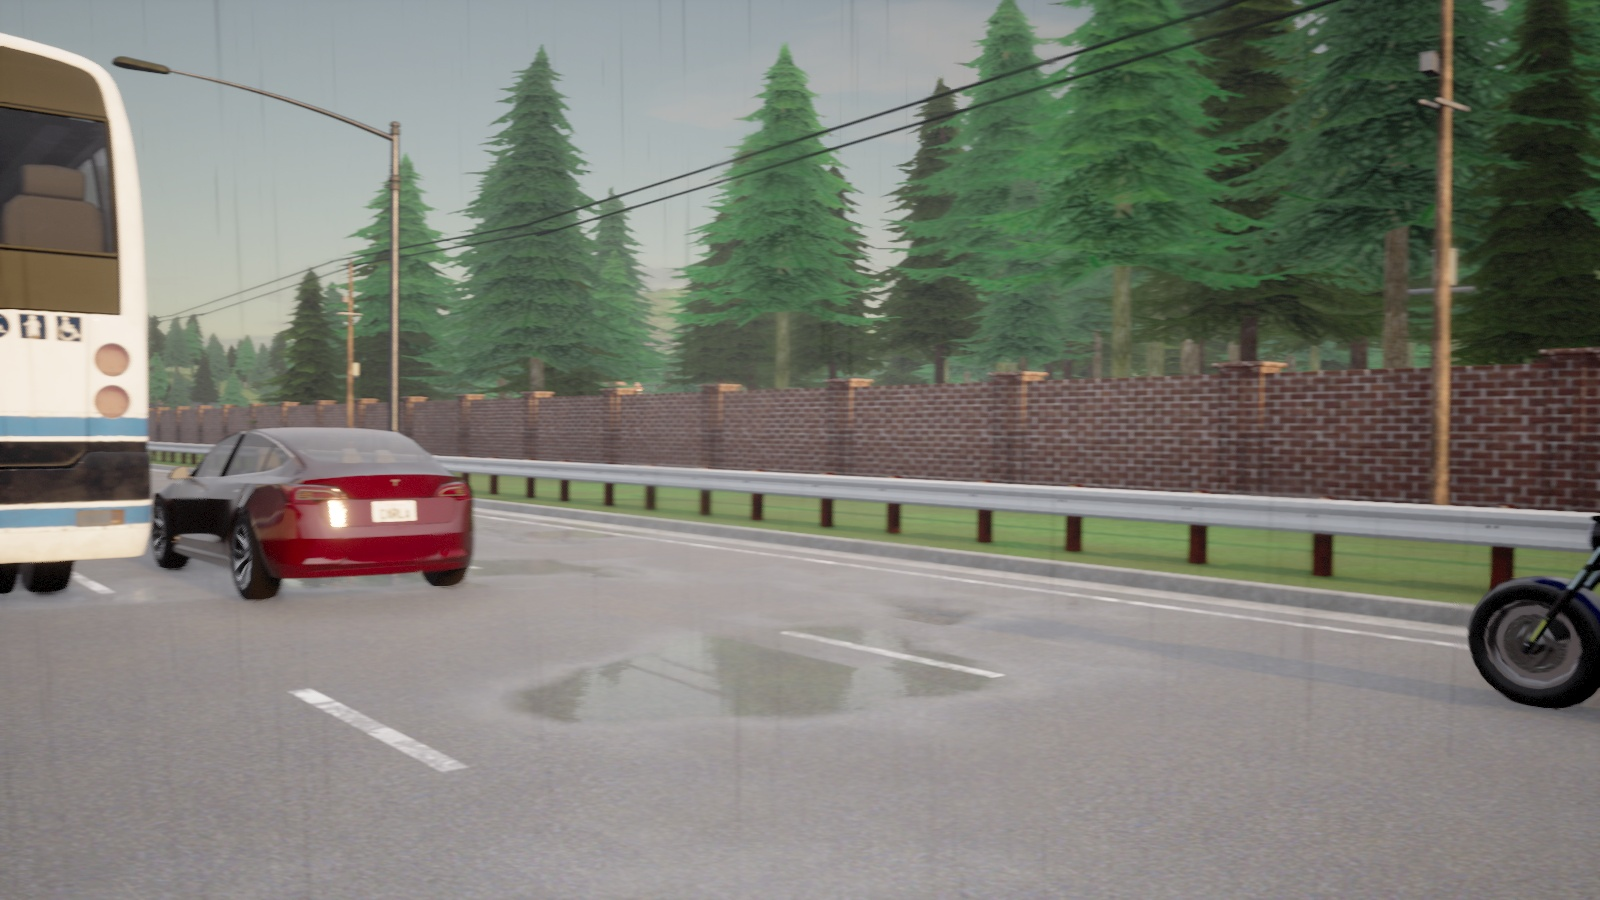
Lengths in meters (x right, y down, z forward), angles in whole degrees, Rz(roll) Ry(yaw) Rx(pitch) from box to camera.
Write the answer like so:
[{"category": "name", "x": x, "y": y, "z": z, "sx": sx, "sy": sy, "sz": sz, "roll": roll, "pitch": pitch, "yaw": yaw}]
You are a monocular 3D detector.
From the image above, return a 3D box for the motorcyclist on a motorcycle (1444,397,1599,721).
[{"category": "motorcyclist on a motorcycle", "x": 4.619, "y": 0.551, "z": 6.301, "sx": 0.766, "sy": 1.649, "sz": 2.350, "roll": -1, "pitch": 1, "yaw": -39}]

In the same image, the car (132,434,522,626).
[{"category": "car", "x": -4.839, "y": 0.603, "z": 12.367, "sx": 2.163, "sy": 1.488, "sz": 4.792, "roll": -1, "pitch": 1, "yaw": -39}]

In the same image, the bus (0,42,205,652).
[{"category": "bus", "x": -9.349, "y": -0.731, "z": 12.327, "sx": 3.944, "sy": 4.253, "sz": 10.273, "roll": -1, "pitch": 1, "yaw": -39}]
